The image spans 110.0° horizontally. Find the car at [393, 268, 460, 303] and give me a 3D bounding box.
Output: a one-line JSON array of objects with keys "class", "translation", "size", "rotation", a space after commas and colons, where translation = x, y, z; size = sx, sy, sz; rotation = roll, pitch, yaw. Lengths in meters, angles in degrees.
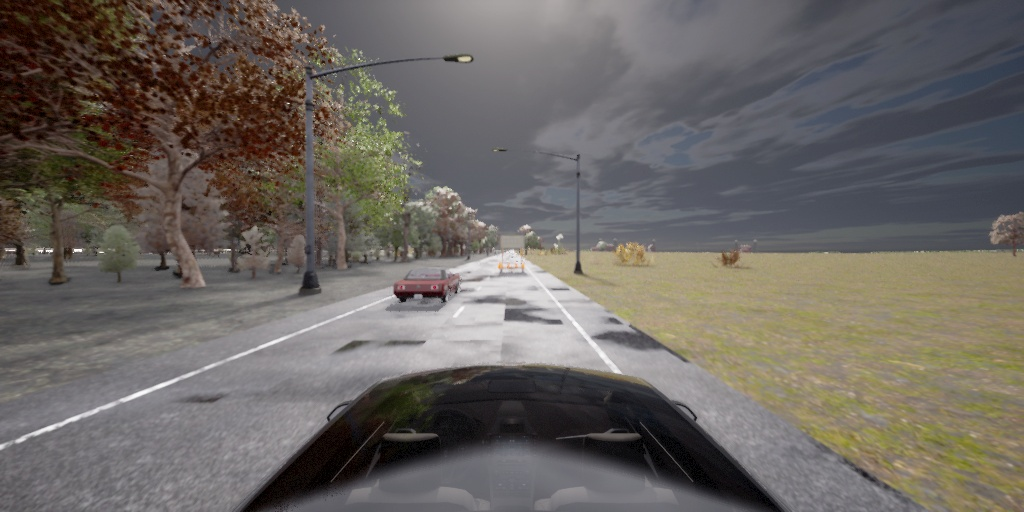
[{"class": "car", "translation": [-3.394, 1.141, 15.239], "size": [1.895, 1.301, 4.718], "rotation": [0, 1, 0]}]

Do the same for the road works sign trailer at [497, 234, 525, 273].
[{"class": "road works sign trailer", "translation": [0.018, -0.271, 33.156], "size": [2.380, 3.560, 2.880], "rotation": [0, 0, 0]}]
